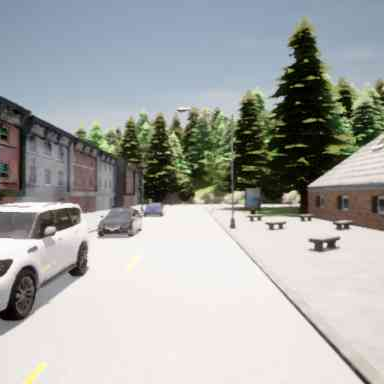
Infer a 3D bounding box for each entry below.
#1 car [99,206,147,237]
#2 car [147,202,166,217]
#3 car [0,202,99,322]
[{"bbox_3d":[-4.053,1.674,19.389,1.837,1.490,4.892,0,0,0],"label":"car"},{"bbox_3d":[-3.925,1.843,35.450,1.812,1.442,4.674,0,-1,0],"label":"car"},{"bbox_3d":[-4.061,1.289,7.732,2.150,2.045,5.566,0,-1,-1],"label":"car"}]
